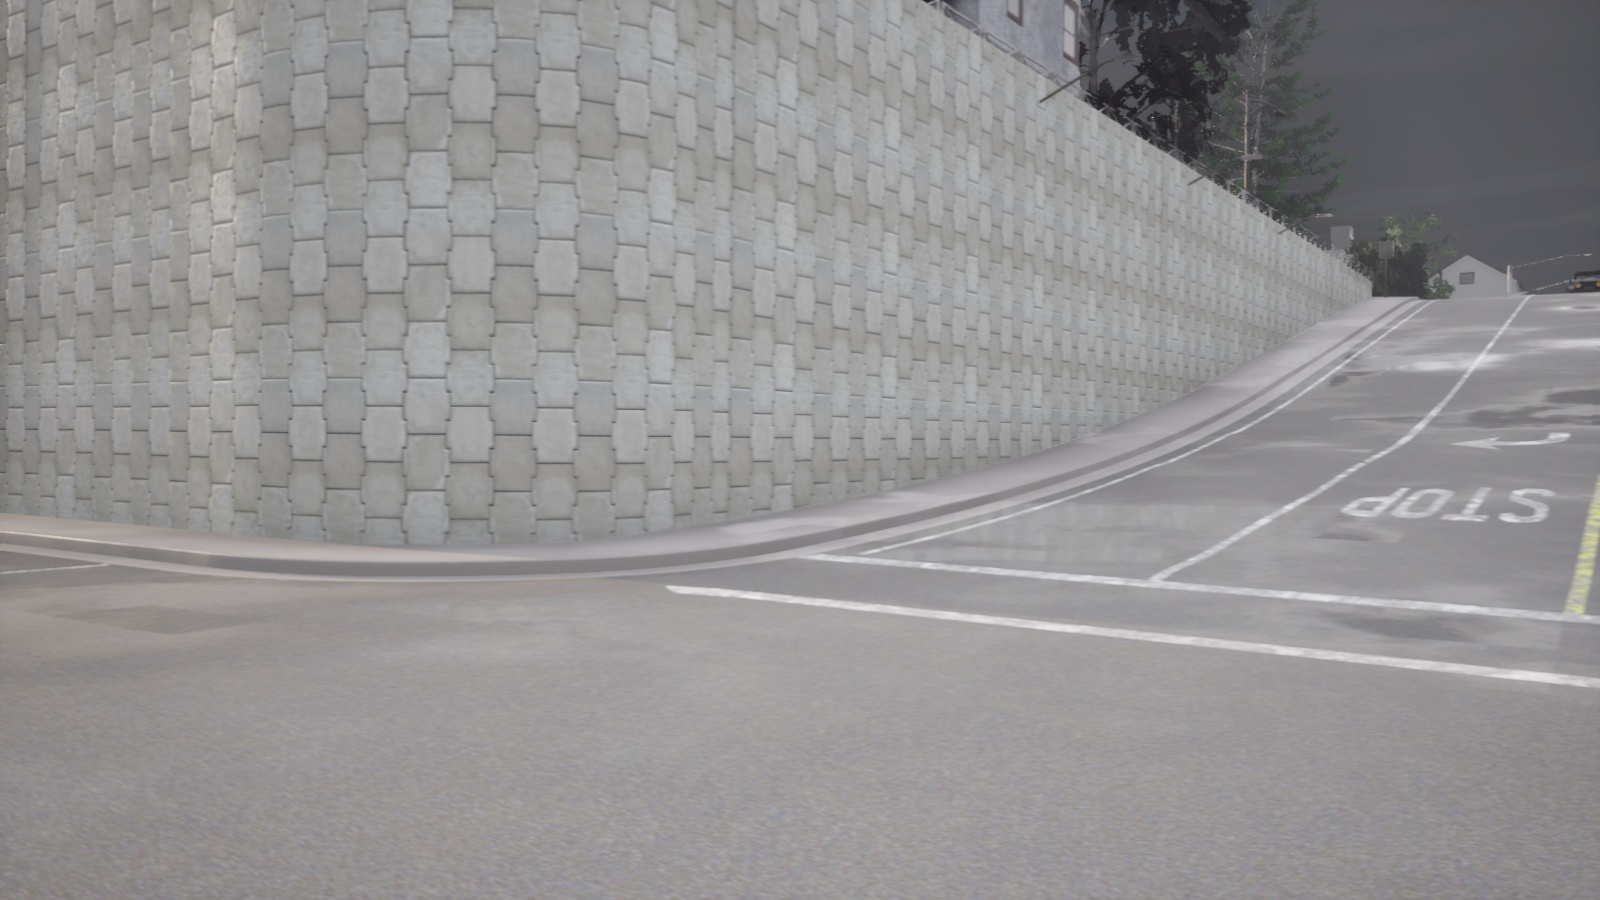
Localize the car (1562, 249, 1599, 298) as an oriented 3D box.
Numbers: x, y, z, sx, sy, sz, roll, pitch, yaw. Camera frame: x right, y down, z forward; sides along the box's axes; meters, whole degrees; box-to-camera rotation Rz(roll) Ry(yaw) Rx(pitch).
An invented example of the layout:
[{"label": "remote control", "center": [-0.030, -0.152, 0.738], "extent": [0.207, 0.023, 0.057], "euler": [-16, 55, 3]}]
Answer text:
[{"label": "car", "center": [37.501, -8.398, 59.782], "extent": [1.905, 1.878, 3.866], "euler": [-1, 1, 34]}]
